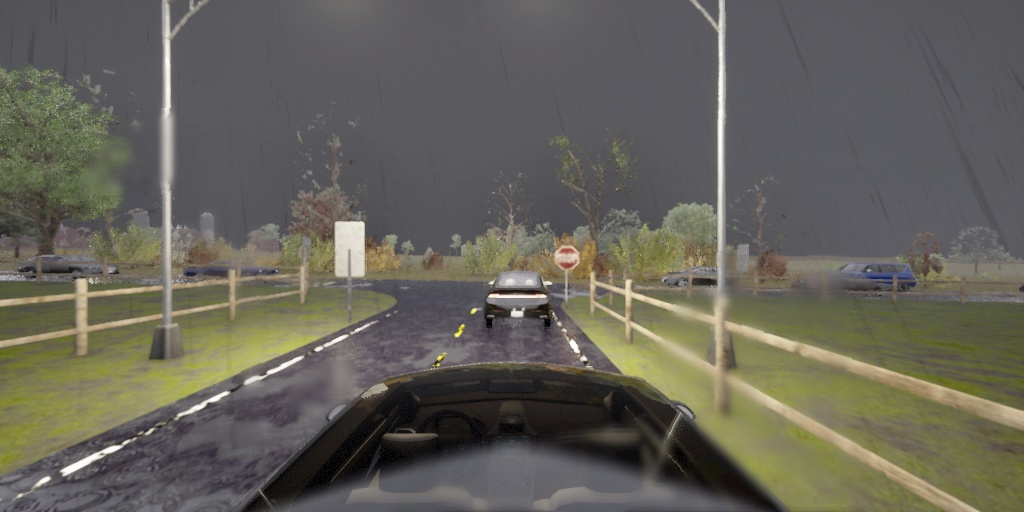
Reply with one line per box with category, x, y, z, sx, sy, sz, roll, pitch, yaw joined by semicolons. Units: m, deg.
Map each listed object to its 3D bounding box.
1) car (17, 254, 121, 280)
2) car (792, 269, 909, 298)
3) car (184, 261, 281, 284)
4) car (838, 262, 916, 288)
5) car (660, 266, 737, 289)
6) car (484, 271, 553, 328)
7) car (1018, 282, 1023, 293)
car;-27.236;0.658;22.164;4.902;1.511;2.128;1;1;0
car;20.568;1.745;22.176;5.357;1.411;2.033;1;1;1
car;-17.116;0.989;22.159;4.718;1.301;1.895;1;1;0
car;24.667;1.464;25.069;5.566;2.045;2.150;1;1;0
car;12.997;1.486;25.080;4.902;1.511;2.128;1;1;0
car;0.255;1.223;11.315;2.128;1.511;4.902;0;0;3
car;38.678;2.039;25.043;4.892;1.490;1.837;0;1;0
